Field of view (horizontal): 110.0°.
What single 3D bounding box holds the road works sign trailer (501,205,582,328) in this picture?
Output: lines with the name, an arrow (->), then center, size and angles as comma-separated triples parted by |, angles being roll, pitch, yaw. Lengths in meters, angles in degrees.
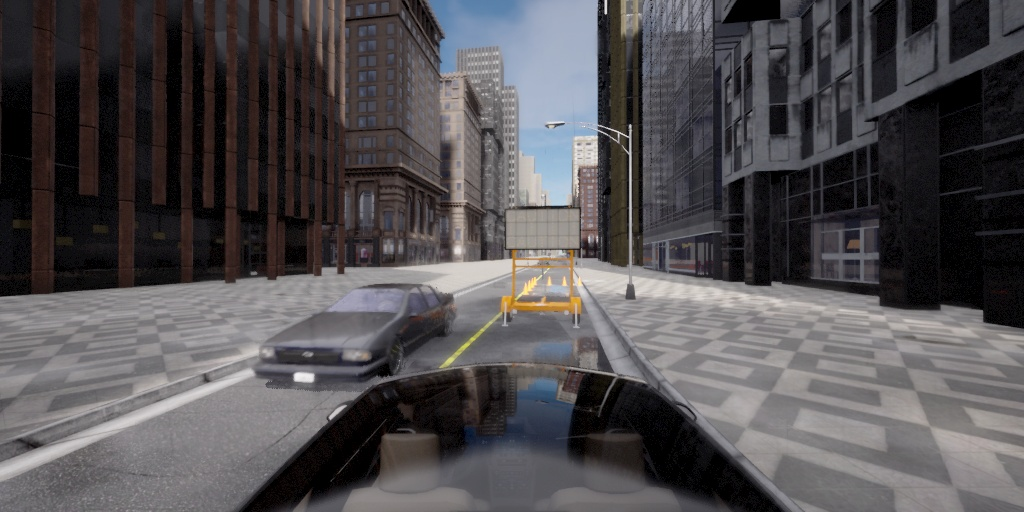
road works sign trailer -> 0.985, 0.211, 11.449 | 2.380, 3.560, 2.880 | 0, 0, 8

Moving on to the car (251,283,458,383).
car -> -2.603, 1.298, 7.625 | 2.033, 1.411, 5.357 | 0, 0, 6
